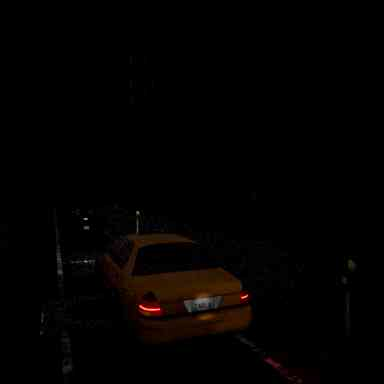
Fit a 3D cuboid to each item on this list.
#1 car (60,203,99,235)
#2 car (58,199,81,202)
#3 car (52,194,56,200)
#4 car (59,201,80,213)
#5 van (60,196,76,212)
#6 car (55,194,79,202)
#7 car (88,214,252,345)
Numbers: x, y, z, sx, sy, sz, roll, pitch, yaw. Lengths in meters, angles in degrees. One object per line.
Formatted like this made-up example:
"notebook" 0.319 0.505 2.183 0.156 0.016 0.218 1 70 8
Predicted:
"car" -6.122 1.551 18.686 2.008 1.369 4.403 0 0 -23
"car" -10.365 1.567 28.885 1.947 1.339 4.313 0 0 -23
"car" -31.731 1.470 79.499 1.967 1.590 4.097 0 0 -24
"car" -8.244 1.552 23.785 2.008 1.369 4.403 0 0 -23
"van" -14.609 1.343 39.085 1.690 1.788 3.998 0 0 -23
"car" -12.487 1.316 33.986 2.192 1.841 5.009 0 0 -23
"car" -0.841 1.457 6.750 1.801 1.575 5.366 0 0 -23
